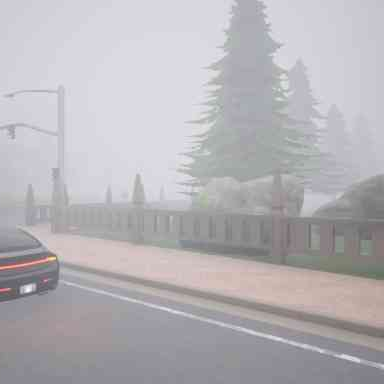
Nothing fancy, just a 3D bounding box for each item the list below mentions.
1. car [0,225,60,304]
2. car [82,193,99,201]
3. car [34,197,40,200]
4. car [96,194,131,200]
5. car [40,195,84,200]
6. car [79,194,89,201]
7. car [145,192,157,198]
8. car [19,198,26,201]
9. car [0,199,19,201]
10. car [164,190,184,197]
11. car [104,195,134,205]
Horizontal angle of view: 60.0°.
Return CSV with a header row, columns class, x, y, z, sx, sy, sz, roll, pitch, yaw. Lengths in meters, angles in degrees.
class,x,y,z,sx,sy,sz,roll,pitch,yaw
car,-4.937,1.505,7.460,4.892,1.490,1.837,0,0,36
car,-17.997,1.198,56.243,2.150,2.045,5.566,0,1,36
car,-23.699,1.505,48.285,1.837,1.490,4.892,0,0,36
car,-12.151,1.479,52.399,1.837,1.490,4.892,0,1,36
car,-17.514,1.526,44.898,1.812,1.442,4.674,0,0,36
car,-18.505,1.491,49.524,2.128,1.511,4.902,0,0,36
car,-9.188,0.869,68.494,1.837,1.490,4.892,0,4,36
car,-23.999,1.547,41.863,2.033,1.411,5.357,0,0,36
car,-22.619,1.564,37.788,1.994,1.385,4.181,0,0,36
car,-3.470,0.586,64.481,2.150,2.045,5.566,0,4,36
car,-12.647,1.384,57.722,2.128,1.511,4.902,0,2,36
